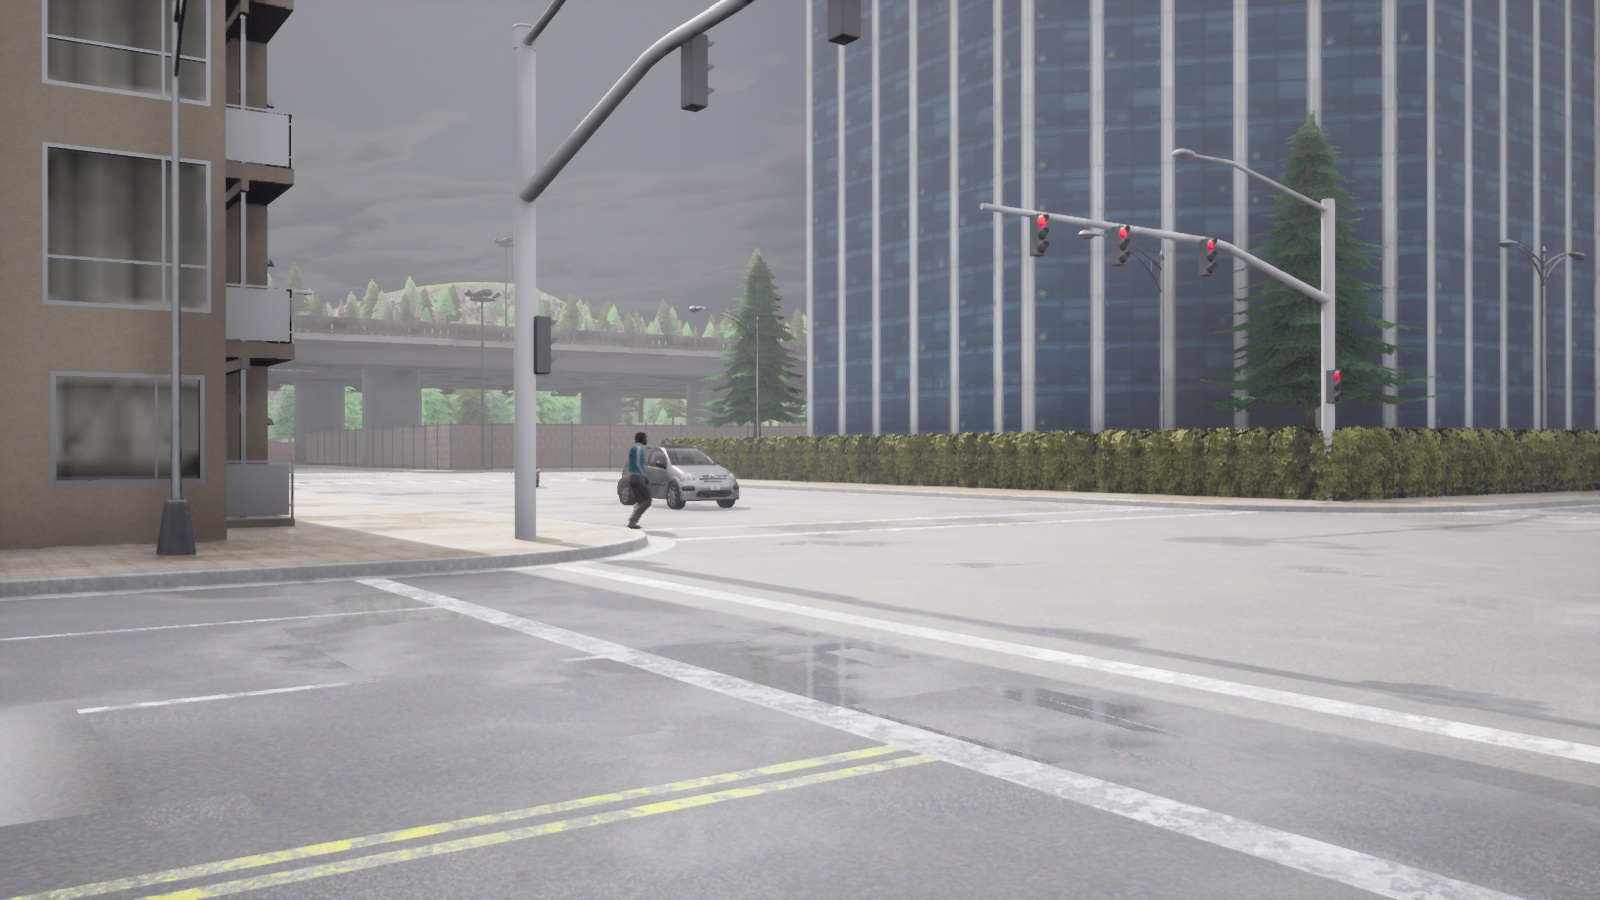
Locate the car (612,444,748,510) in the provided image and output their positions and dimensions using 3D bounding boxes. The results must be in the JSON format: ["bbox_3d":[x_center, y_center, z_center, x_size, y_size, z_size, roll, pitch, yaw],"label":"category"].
[{"bbox_3d":[-3.221,0.661,32.984,1.851,1.617,3.988,0,0,-34],"label":"car"}]

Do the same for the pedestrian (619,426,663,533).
[{"bbox_3d":[-2.897,0.530,22.893,0.692,1.930,0.396,0,0,-27],"label":"pedestrian"}]
